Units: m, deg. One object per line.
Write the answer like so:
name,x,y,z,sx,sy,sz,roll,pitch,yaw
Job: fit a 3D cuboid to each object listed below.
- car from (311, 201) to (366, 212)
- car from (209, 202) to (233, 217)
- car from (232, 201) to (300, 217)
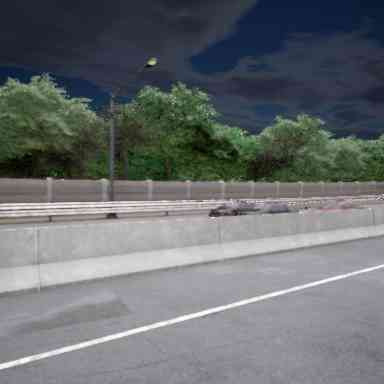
car,10.693,1.429,24.219,5.008,1.535,1.882,0,0,-34
car,4.004,1.512,28.127,5.357,1.411,2.033,0,0,-35
car,5.935,1.515,25.208,5.357,1.411,2.033,0,0,-35
